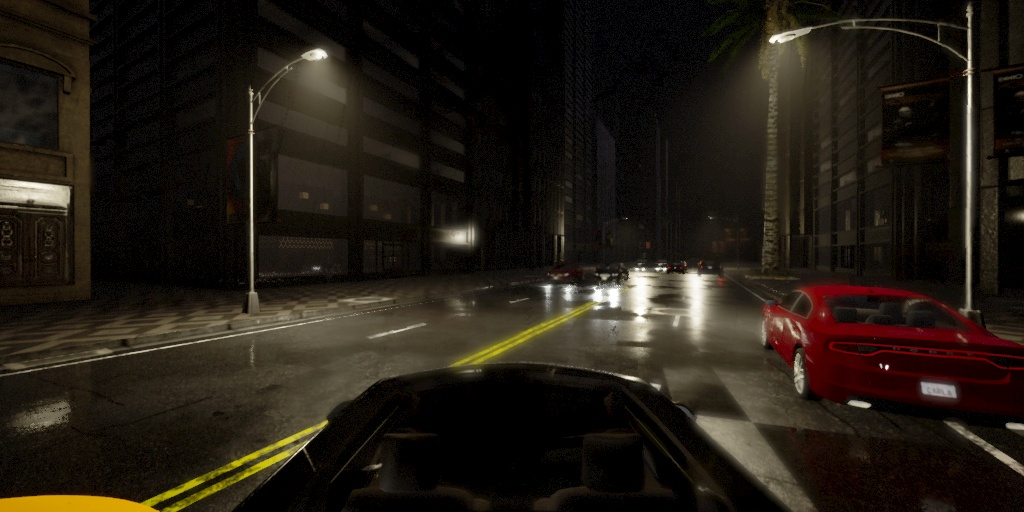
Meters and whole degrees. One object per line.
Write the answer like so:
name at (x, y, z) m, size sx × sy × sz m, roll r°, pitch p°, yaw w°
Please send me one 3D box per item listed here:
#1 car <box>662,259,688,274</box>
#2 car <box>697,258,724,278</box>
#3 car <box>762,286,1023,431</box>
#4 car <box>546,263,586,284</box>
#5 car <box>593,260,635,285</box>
car at (18.673, 1.314, 40.771) m, size 2.033 × 1.411 × 5.357 m, roll 0°, pitch 0°, yaw 27°
car at (19.310, 1.115, 34.948) m, size 2.097 × 1.767 × 4.553 m, roll 0°, pitch 0°, yaw 27°
car at (5.517, 1.228, 5.880) m, size 1.882 × 1.535 × 5.008 m, roll 0°, pitch 0°, yaw 27°
car at (4.174, 1.281, 27.261) m, size 1.812 × 1.442 × 4.674 m, roll 0°, pitch 0°, yaw 27°
car at (7.341, 1.247, 26.311) m, size 2.128 × 1.511 × 4.902 m, roll 0°, pitch 0°, yaw 27°
